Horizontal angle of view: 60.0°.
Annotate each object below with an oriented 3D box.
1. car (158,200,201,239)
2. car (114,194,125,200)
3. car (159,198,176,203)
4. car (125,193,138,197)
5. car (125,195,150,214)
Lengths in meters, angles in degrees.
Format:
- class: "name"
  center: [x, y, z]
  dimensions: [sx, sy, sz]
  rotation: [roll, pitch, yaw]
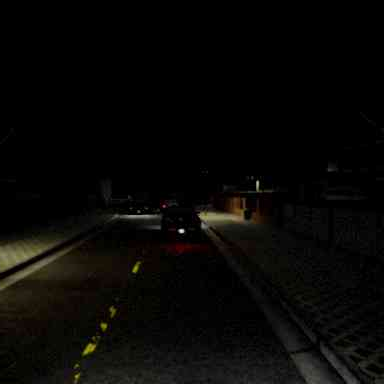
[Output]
- class: "car"
  center: [-0.602, 1.393, 16.655]
  dimensions: [1.837, 1.490, 4.892]
  rotation: [0, 1, -4]
- class: "car"
  center: [-20.295, 1.330, 91.721]
  dimensions: [2.128, 1.511, 4.902]
  rotation: [0, 0, -20]
- class: "car"
  center: [-2.293, 1.335, 33.277]
  dimensions: [2.033, 1.411, 5.357]
  rotation: [0, 0, -8]
- class: "car"
  center: [-15.148, 0.959, 85.808]
  dimensions: [2.097, 1.767, 4.553]
  rotation: [0, 0, -20]
- class: "car"
  center: [-5.061, 1.347, 32.223]
  dimensions: [2.033, 1.411, 5.357]
  rotation: [0, 0, -7]
